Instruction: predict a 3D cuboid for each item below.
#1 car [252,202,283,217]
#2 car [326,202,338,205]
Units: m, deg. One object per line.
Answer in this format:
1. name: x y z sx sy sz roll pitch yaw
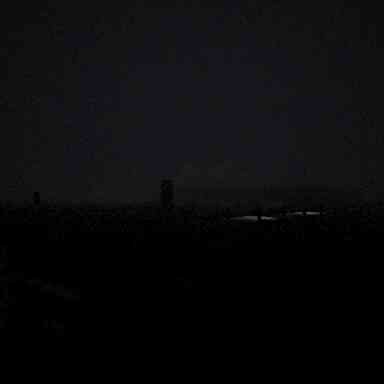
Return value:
1. car: 8.315 1.828 35.686 1.812 1.442 4.674 0 -1 42
2. car: 19.401 1.714 47.739 2.128 1.511 4.902 0 -1 42
